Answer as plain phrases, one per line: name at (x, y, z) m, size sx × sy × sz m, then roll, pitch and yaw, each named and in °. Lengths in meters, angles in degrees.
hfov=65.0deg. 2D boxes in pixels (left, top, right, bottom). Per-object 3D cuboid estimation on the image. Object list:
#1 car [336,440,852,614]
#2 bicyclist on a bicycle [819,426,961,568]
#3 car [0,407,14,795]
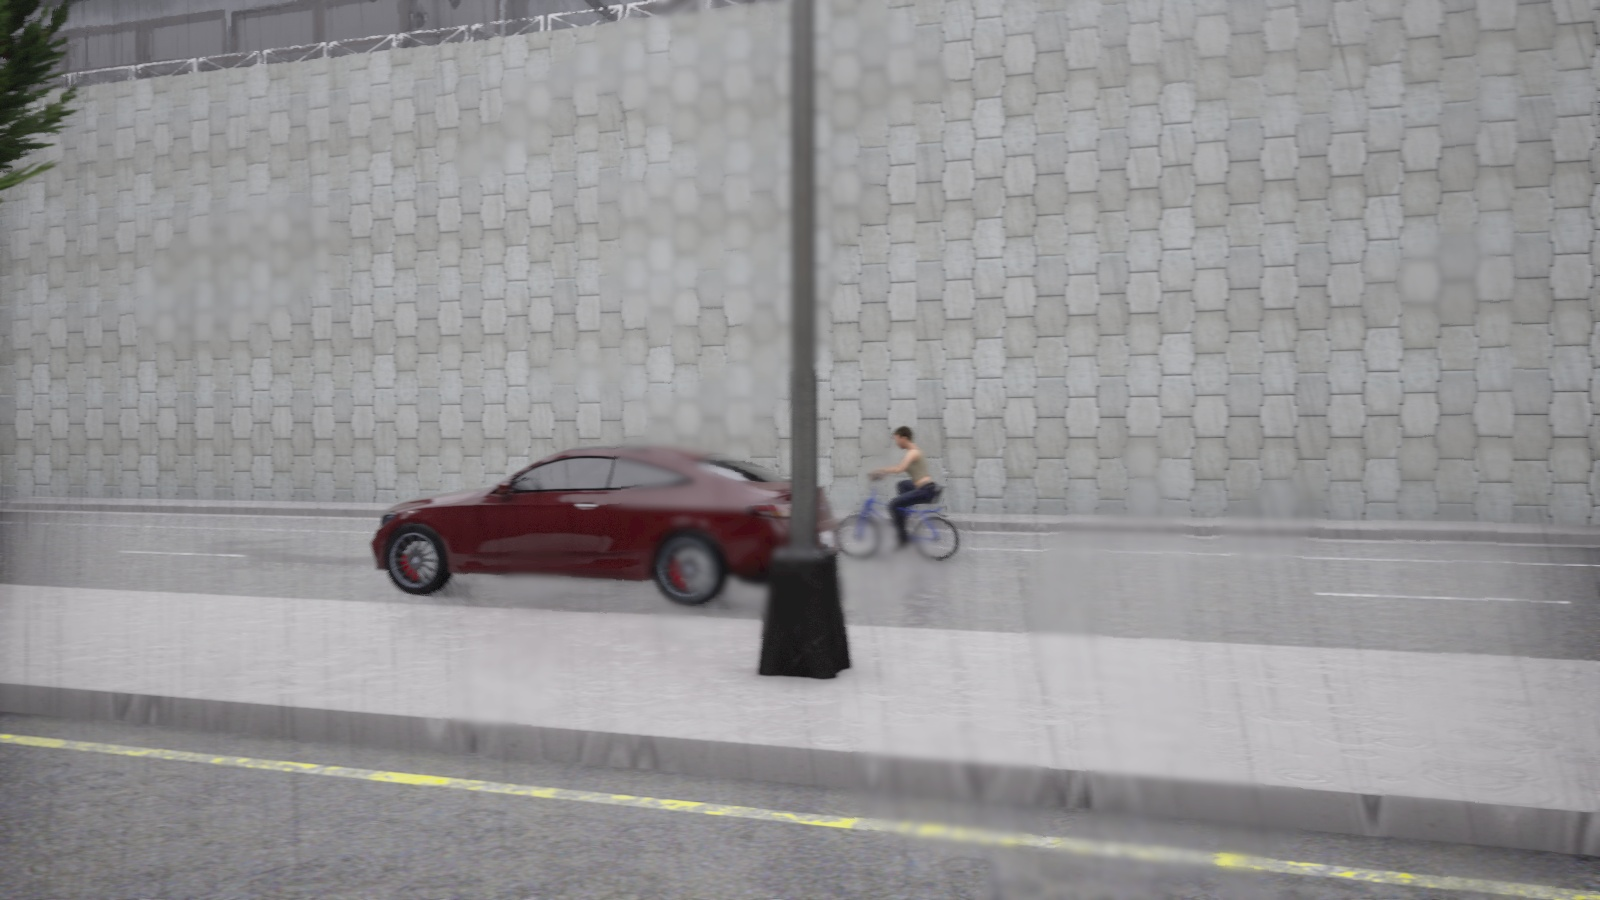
car at (-1.995, 0.648, 12.306) m, size 4.674 × 1.442 × 1.812 m, roll 1°, pitch 1°, yaw 19°
bicyclist on a bicycle at (1.084, 0.528, 14.954) m, size 1.509 × 1.612 × 0.866 m, roll 1°, pitch 1°, yaw 19°
car at (-5.496, 0.623, 5.042) m, size 3.988 × 1.617 × 1.851 m, roll 1°, pitch 1°, yaw 19°
